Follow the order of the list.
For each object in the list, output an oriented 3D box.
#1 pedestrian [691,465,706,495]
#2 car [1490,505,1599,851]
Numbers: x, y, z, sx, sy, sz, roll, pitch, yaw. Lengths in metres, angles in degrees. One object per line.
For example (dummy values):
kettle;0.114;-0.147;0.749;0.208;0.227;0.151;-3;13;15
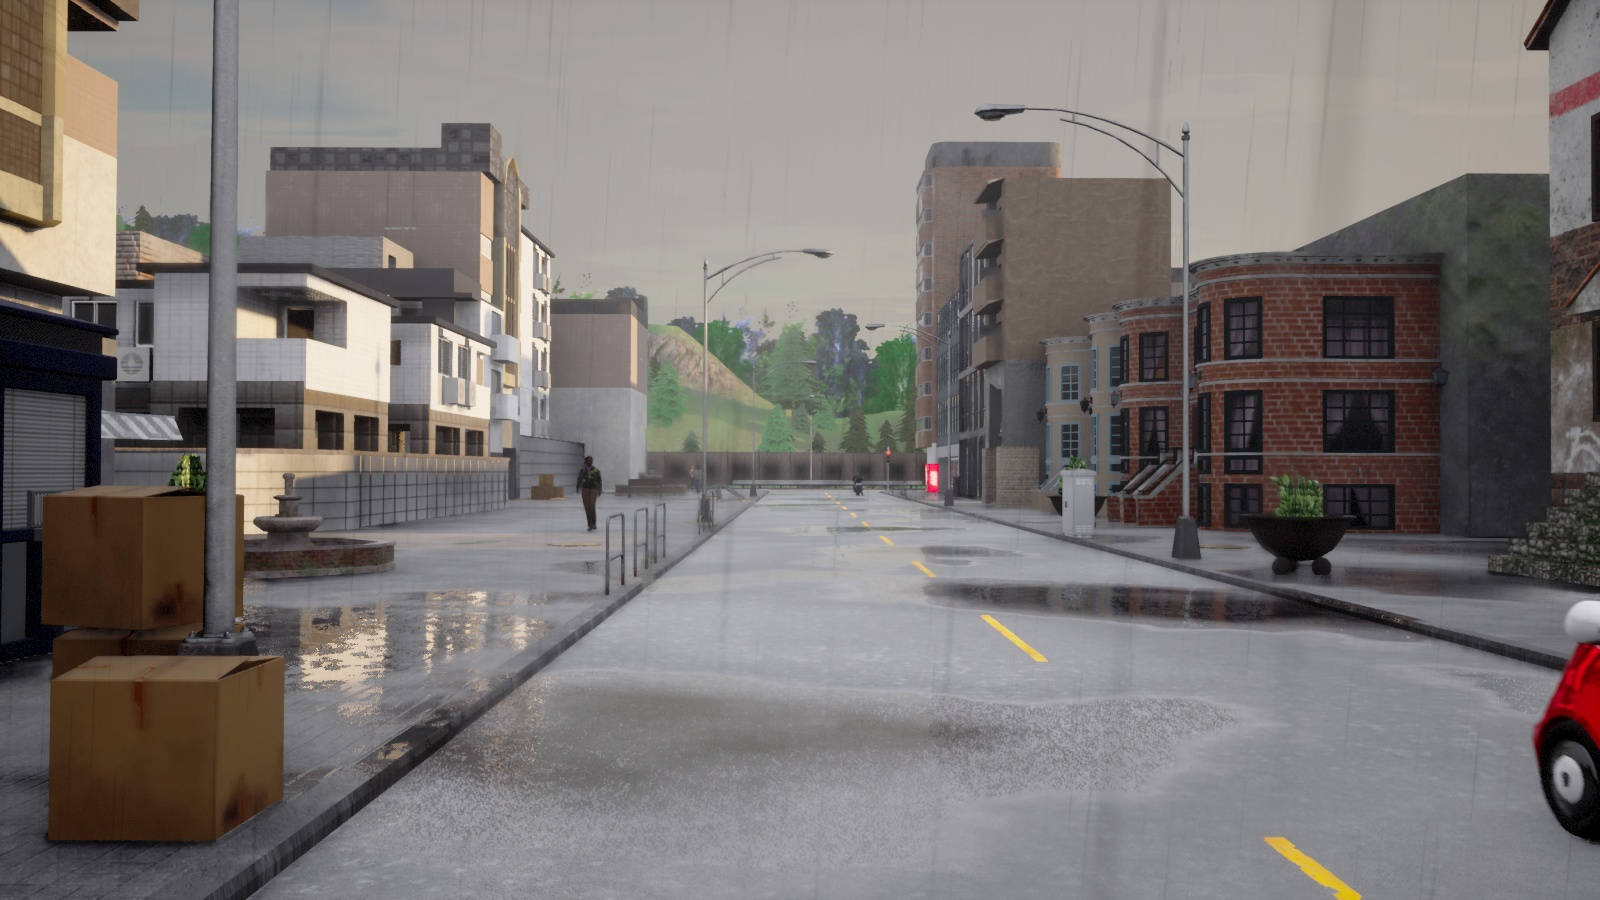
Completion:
pedestrian;-6.317;1.861;78.189;0.874;1.855;0.900;0;-1;-3
car;3.987;0.934;4.786;1.481;1.376;2.207;0;-1;0
